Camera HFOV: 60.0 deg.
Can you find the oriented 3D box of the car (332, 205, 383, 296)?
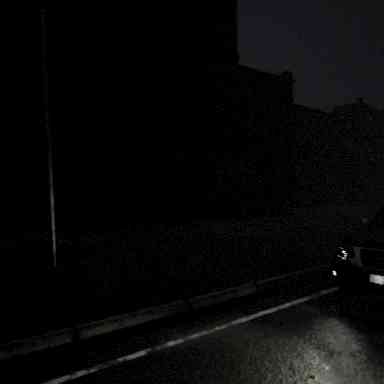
[{"bbox_3d":[5.428,1.173,7.584,5.566,2.045,2.150,0,0,-39],"label":"car"}]
